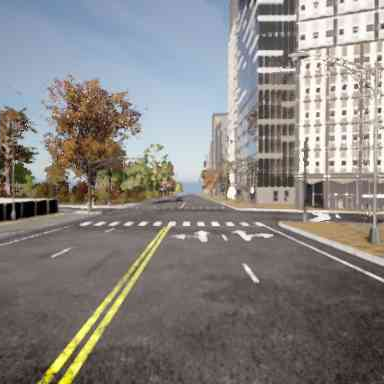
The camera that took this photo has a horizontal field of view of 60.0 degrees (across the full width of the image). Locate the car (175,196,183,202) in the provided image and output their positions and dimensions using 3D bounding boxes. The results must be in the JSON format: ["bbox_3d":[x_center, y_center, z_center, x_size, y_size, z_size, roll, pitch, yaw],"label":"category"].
[{"bbox_3d":[-3.260,1.685,82.871,2.033,1.411,5.357,0,0,0],"label":"car"}]
